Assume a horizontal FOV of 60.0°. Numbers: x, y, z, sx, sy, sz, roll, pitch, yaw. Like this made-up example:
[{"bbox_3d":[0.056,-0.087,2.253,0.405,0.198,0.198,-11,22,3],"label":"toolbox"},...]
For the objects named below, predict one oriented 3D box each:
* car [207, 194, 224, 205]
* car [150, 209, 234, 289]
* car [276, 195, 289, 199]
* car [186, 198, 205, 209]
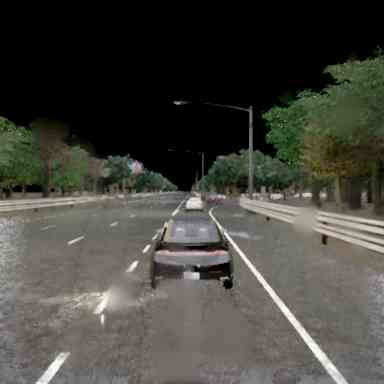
[{"bbox_3d":[3.931,1.113,55.070,2.097,1.767,4.553,0,0,17],"label":"car"},{"bbox_3d":[-0.001,1.452,9.060,2.128,1.511,4.902,0,0,0],"label":"car"},{"bbox_3d":[24.141,1.144,89.204,1.895,1.301,4.718,0,0,45],"label":"car"},{"bbox_3d":[0.404,1.375,36.974,1.812,1.442,4.674,0,0,5],"label":"car"}]
